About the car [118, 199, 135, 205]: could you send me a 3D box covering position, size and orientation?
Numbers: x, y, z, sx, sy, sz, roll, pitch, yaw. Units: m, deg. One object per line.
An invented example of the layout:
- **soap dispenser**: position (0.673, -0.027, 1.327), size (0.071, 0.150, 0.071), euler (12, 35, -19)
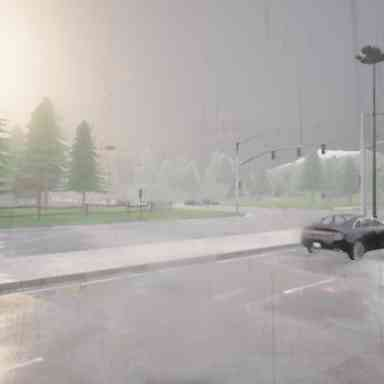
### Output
- **car**: position (-14.034, 2.104, 71.526), size (1.895, 1.301, 4.718), euler (0, -1, -36)

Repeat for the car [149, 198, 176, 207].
- **car**: position (-5.259, 2.035, 59.258), size (1.895, 1.301, 4.718), euler (0, -1, -35)

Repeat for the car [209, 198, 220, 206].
- **car**: position (3.515, 1.995, 65.115), size (1.837, 1.490, 4.892), euler (0, 0, -35)

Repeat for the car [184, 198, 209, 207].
- **car**: position (0.435, 1.965, 63.376), size (2.128, 1.511, 4.902), euler (0, 0, -35)

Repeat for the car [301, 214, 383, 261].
- **car**: position (6.193, 1.598, 12.726), size (4.902, 1.511, 2.128), euler (0, 0, -36)

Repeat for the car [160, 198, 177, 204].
- **car**: position (-5.559, 2.095, 77.725), size (1.812, 1.442, 4.674), euler (0, -1, -36)

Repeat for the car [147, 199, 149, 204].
- **car**: position (-8.604, 2.076, 75.963), size (1.812, 1.442, 4.674), euler (0, -1, -36)
